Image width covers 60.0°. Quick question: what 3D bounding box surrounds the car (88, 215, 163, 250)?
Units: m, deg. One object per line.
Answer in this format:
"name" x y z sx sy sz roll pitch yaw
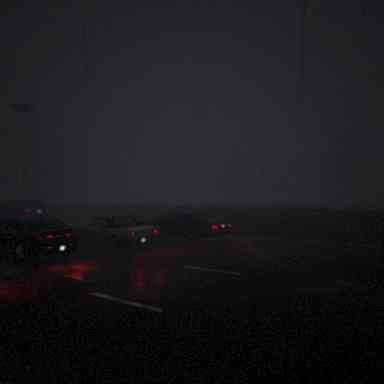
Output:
"car" -3.836 1.764 15.248 4.718 1.301 1.895 -1 -1 36

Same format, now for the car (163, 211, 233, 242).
"car" -0.568 1.690 17.197 5.357 1.411 2.033 -1 -1 36

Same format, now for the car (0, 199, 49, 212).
"car" -13.615 1.586 26.510 5.566 2.045 2.150 -1 0 36

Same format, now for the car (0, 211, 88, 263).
"car" -6.380 1.678 12.771 4.892 1.490 1.837 -1 0 36
